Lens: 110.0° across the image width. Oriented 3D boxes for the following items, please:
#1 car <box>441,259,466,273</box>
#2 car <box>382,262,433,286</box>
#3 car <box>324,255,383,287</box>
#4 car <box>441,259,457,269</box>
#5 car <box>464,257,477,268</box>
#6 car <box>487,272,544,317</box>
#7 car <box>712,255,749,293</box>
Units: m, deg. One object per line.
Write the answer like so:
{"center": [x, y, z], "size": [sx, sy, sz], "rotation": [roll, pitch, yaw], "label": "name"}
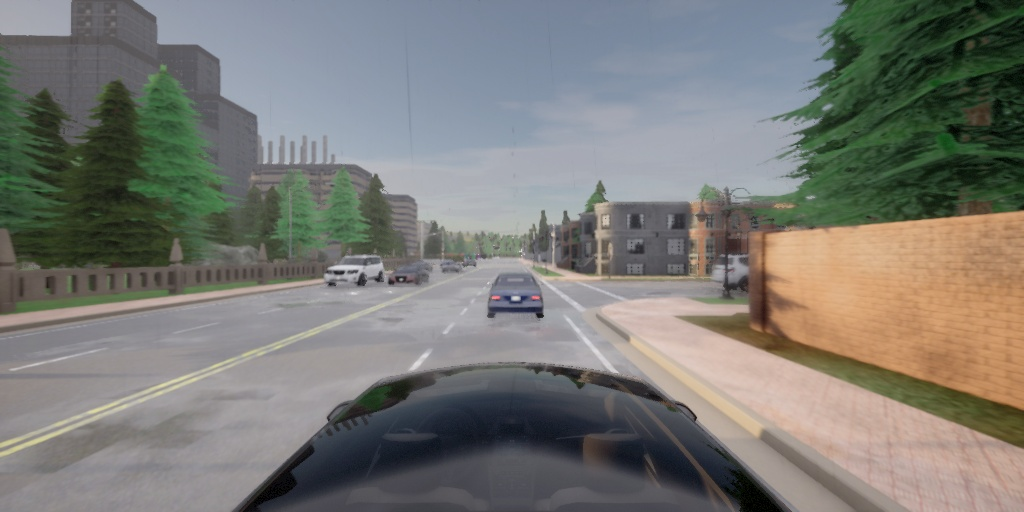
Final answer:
{"center": [-7.024, 1.347, 42.347], "size": [1.895, 1.301, 4.718], "rotation": [0, 0, 0], "label": "car"}
{"center": [-7.061, 1.310, 24.824], "size": [1.994, 1.385, 4.181], "rotation": [0, 0, 0], "label": "car"}
{"center": [-10.563, 0.965, 24.568], "size": [2.150, 2.045, 5.566], "rotation": [0, 0, 0], "label": "car"}
{"center": [-10.403, 1.263, 59.445], "size": [1.882, 1.535, 5.008], "rotation": [0, 0, 0], "label": "car"}
{"center": [-6.903, 1.216, 59.439], "size": [1.994, 1.385, 4.181], "rotation": [0, 0, 0], "label": "car"}
{"center": [0.115, 1.297, 13.073], "size": [2.033, 1.411, 5.357], "rotation": [0, 0, 0], "label": "car"}
{"center": [14.234, 0.940, 19.865], "size": [5.566, 2.045, 2.150], "rotation": [0, 0, 6], "label": "car"}
